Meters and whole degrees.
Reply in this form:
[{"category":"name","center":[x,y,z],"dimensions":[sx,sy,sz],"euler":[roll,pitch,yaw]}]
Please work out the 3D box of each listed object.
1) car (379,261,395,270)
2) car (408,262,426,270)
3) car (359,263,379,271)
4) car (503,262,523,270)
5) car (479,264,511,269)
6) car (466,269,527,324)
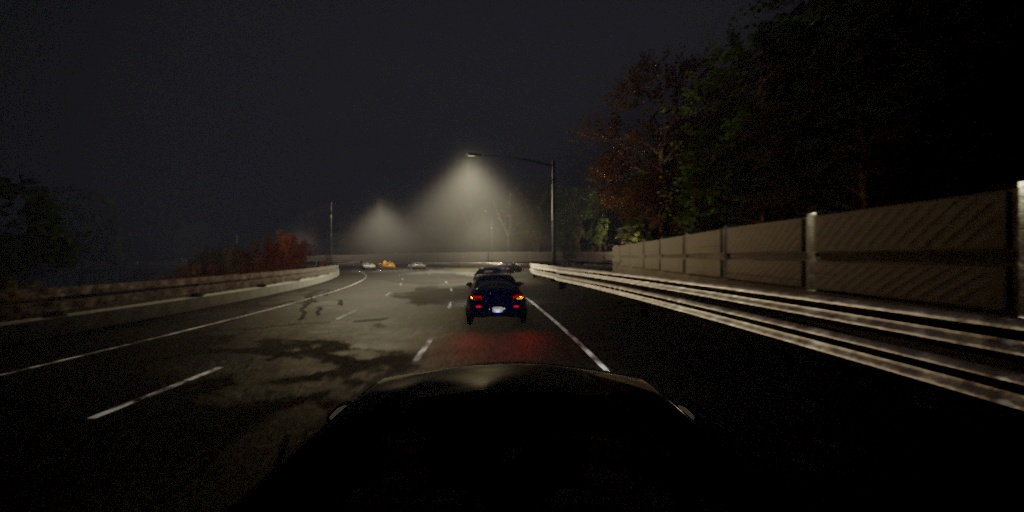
[{"category":"car","center":[-21.559,1.592,61.556],"dimensions":[1.882,1.535,5.008],"euler":[0,0,-33]},{"category":"car","center":[-15.662,1.675,58.732],"dimensions":[1.895,1.301,4.718],"euler":[0,0,-29]},{"category":"car","center":[-23.570,1.710,58.313],"dimensions":[1.895,1.301,4.718],"euler":[0,0,-32]},{"category":"car","center":[-0.232,1.487,44.316],"dimensions":[2.033,1.411,5.357],"euler":[0,0,19]},{"category":"car","center":[-1.432,1.394,22.237],"dimensions":[2.033,1.411,5.357],"euler":[0,0,-5]},{"category":"car","center":[-0.574,1.325,12.210],"dimensions":[1.812,1.442,4.674],"euler":[0,0,-4]}]
